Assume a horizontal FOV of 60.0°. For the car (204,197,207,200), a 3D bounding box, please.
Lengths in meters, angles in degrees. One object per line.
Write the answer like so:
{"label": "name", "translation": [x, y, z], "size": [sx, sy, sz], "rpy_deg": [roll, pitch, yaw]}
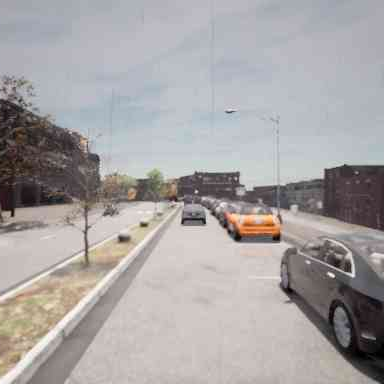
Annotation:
{"label": "car", "translation": [2.996, 1.608, 44.701], "size": [2.231, 1.521, 4.892], "rpy_deg": [0, 0, 0]}

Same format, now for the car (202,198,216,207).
{"label": "car", "translation": [2.875, 1.735, 55.767], "size": [2.002, 1.452, 4.674], "rpy_deg": [0, -1, -1]}

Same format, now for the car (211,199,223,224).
{"label": "car", "translation": [2.997, 1.583, 28.266], "size": [2.002, 1.452, 4.674], "rpy_deg": [0, 0, 0]}

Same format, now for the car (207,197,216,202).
{"label": "car", "translation": [2.997, 1.438, 33.760], "size": [2.185, 1.767, 4.553], "rpy_deg": [0, 0, 0]}

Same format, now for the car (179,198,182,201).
{"label": "car", "translation": [-1.252, 1.913, 94.502], "size": [2.435, 2.045, 5.566], "rpy_deg": [0, -1, -10]}

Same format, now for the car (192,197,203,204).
{"label": "car", "translation": [1.216, 1.967, 78.018], "size": [2.002, 1.452, 4.674], "rpy_deg": [0, -1, -6]}

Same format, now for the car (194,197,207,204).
{"label": "car", "translation": [1.799, 1.899, 72.529], "size": [2.163, 1.488, 4.792], "rpy_deg": [0, -1, -5]}

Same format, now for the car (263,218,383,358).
{"label": "car", "translation": [2.998, 1.485, 6.053], "size": [2.231, 1.521, 4.892], "rpy_deg": [0, 0, 0]}

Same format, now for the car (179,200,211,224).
{"label": "car", "translation": [0.102, 1.599, 25.470], "size": [2.033, 1.411, 5.357], "rpy_deg": [0, 0, 0]}

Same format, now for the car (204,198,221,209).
{"label": "car", "translation": [2.988, 1.642, 50.220], "size": [2.231, 1.521, 4.892], "rpy_deg": [0, 0, 0]}

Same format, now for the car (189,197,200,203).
{"label": "car", "translation": [0.527, 1.986, 83.396], "size": [2.231, 1.521, 4.892], "rpy_deg": [0, -1, -7]}

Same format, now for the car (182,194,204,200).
{"label": "car", "translation": [0.095, 1.337, 42.596], "size": [2.150, 2.045, 5.566], "rpy_deg": [0, 0, -1]}

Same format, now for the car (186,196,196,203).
{"label": "car", "translation": [-0.314, 1.938, 88.970], "size": [2.185, 1.767, 4.553], "rpy_deg": [0, -1, -9]}

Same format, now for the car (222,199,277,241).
{"label": "car", "translation": [2.997, 1.380, 17.070], "size": [2.185, 1.767, 4.553], "rpy_deg": [0, 0, 0]}

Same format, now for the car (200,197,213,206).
{"label": "car", "translation": [2.643, 1.752, 61.311], "size": [2.097, 1.535, 5.008], "rpy_deg": [0, -1, -2]}

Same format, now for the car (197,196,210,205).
{"label": "car", "translation": [2.295, 1.684, 66.825], "size": [2.185, 1.767, 4.553], "rpy_deg": [0, -1, -4]}
